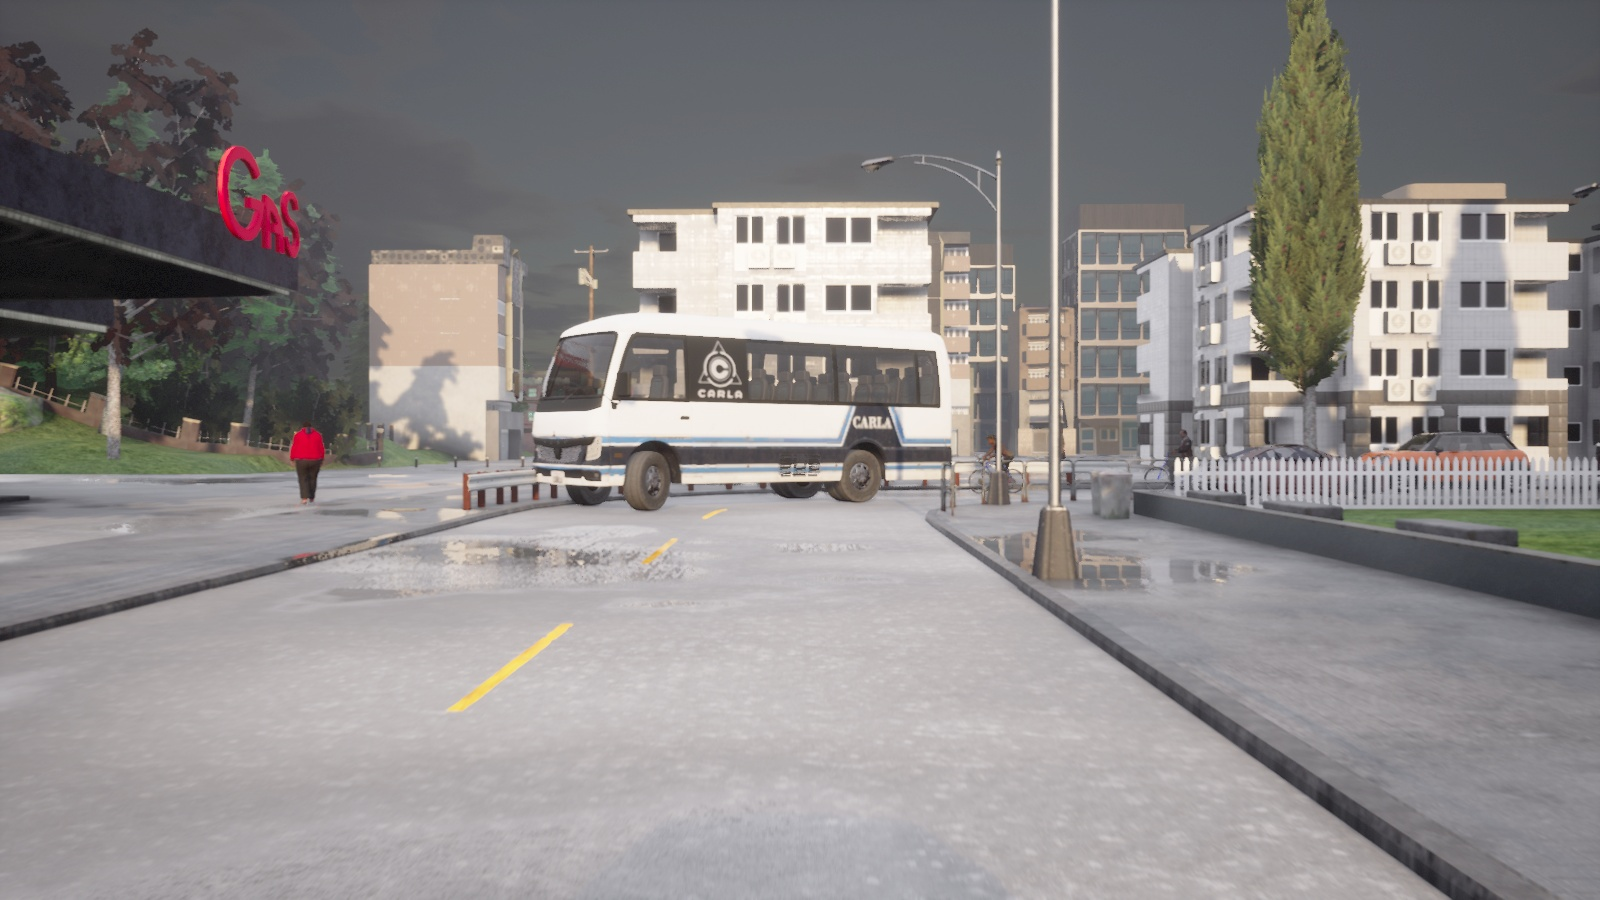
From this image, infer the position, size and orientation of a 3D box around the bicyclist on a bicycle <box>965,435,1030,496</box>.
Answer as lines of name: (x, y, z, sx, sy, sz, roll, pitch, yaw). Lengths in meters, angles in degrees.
bicyclist on a bicycle: (5.392, 0.416, 34.367, 1.656, 1.620, 0.582, 0, 1, -14)

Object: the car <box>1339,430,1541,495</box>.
car: (17.693, 0.325, 34.892, 4.553, 1.767, 2.097, 0, 0, 0)

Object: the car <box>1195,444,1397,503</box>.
car: (12.153, 0.560, 30.941, 4.181, 1.385, 1.994, 0, 0, -1)

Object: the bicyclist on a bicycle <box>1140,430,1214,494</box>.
bicyclist on a bicycle: (10.485, 0.332, 34.925, 1.843, 1.776, 0.659, 0, 0, 0)

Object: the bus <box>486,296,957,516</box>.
bus: (-1.537, -0.880, 28.887, 10.273, 4.253, 3.944, 0, 1, -36)

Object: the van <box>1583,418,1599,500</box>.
van: (22.146, 0.228, 30.858, 4.480, 2.038, 2.069, 0, 0, 0)

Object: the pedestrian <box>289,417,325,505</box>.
pedestrian: (-10.633, 0.230, 27.070, 0.634, 1.844, 0.899, 0, 1, -27)
